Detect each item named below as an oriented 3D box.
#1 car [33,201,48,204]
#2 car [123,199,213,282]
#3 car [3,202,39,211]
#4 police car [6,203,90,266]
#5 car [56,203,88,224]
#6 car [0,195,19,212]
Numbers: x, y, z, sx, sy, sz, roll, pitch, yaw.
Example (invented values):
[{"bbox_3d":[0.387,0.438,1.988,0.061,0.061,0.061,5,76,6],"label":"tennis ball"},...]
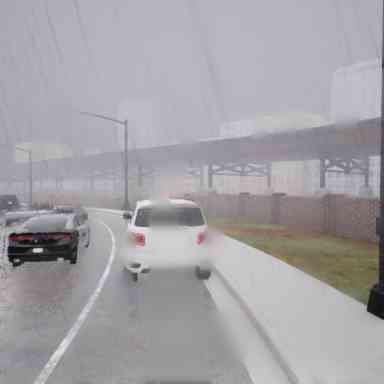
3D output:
[{"bbox_3d":[-18.308,1.696,39.821,1.895,1.301,4.718,-1,0,-40],"label":"car"},{"bbox_3d":[-0.868,1.218,10.004,2.150,2.045,5.566,0,0,-9],"label":"car"},{"bbox_3d":[-12.840,1.665,25.163,1.895,1.301,4.718,0,0,-25],"label":"car"},{"bbox_3d":[-4.830,1.436,11.920,1.930,1.638,5.238,0,0,-11],"label":"police car"},{"bbox_3d":[-9.407,1.599,25.927,1.994,1.385,4.181,0,0,-25],"label":"car"},{"bbox_3d":[-21.747,1.364,38.509,2.150,2.045,5.566,-1,0,-42],"label":"car"}]
